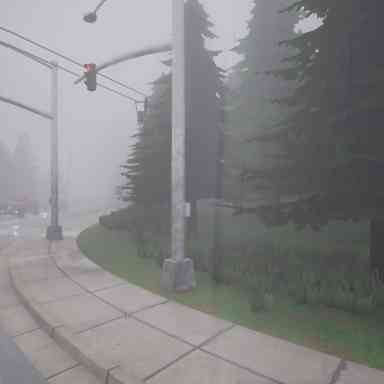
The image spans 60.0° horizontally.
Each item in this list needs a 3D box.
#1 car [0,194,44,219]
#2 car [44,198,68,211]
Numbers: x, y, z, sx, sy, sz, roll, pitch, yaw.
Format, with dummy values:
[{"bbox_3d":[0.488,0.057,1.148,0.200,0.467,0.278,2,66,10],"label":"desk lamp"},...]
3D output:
[{"bbox_3d":[-15.576,1.223,29.794,2.150,2.045,5.566,0,0,-5],"label":"car"},{"bbox_3d":[-16.566,1.492,40.562,2.128,1.511,4.902,0,0,-5],"label":"car"}]
